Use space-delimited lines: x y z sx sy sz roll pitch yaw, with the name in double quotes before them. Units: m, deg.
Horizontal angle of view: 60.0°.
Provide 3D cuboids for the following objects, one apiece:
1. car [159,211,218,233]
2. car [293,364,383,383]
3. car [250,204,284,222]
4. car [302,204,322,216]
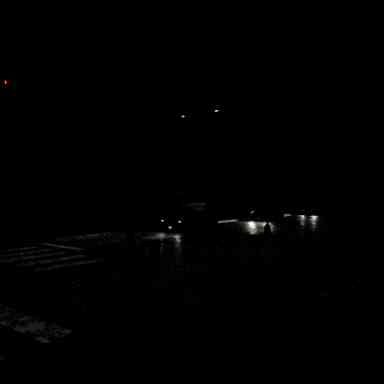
"car" -0.126 2.014 23.142 1.895 1.301 4.718 0 -1 35
"car" 2.391 1.551 1.247 4.403 1.369 2.008 0 0 36
"car" 7.751 2.048 34.209 2.097 1.767 4.553 0 -1 36
"car" 17.077 2.545 47.183 1.837 1.490 4.892 0 -2 36
